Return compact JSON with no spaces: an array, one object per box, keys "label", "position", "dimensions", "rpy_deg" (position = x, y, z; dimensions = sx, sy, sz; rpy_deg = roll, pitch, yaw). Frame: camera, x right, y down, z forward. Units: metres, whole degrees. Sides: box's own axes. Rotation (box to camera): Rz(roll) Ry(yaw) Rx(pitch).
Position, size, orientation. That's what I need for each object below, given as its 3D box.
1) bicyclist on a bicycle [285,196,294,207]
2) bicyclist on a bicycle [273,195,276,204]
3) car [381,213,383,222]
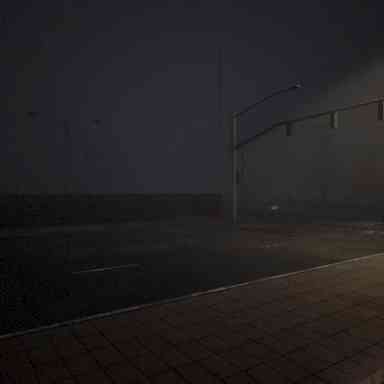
[{"label":"bicyclist on a bicycle","position":[14.378,1.453,49.104],"dimensions":[1.656,1.620,0.582],"rpy_deg":[0,0,-22]},{"label":"bicyclist on a bicycle","position":[13.415,1.300,54.019],"dimensions":[0.582,1.620,1.656],"rpy_deg":[0,0,22]},{"label":"car","position":[14.700,1.526,21.216],"dimensions":[1.812,1.442,4.674],"rpy_deg":[0,0,-38]}]
